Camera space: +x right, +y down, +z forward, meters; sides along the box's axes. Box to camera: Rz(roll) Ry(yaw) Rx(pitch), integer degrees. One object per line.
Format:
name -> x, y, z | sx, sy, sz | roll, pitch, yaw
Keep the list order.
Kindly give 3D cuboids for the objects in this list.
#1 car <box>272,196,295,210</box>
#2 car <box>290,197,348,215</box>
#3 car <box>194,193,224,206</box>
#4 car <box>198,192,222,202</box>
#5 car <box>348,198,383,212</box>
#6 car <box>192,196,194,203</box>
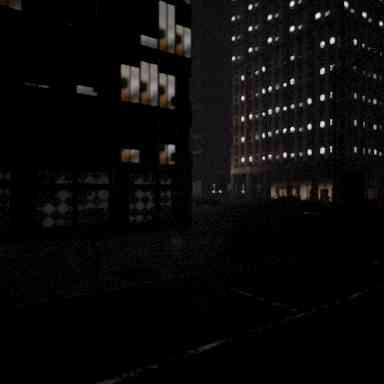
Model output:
car -> 10.805, 1.214, 35.872 | 1.837, 1.490, 4.892 | 0, 1, -32
car -> 11.411, 1.359, 30.164 | 1.802, 1.307, 4.206 | 1, 0, -32
car -> 2.502, 1.172, 44.111 | 1.802, 1.307, 4.206 | 1, 0, -33
car -> 3.108, 0.875, 57.948 | 1.967, 1.590, 4.097 | 1, 0, -35
car -> 18.025, 1.324, 34.863 | 1.802, 1.307, 4.206 | 0, 0, -32
car -> -0.452, 1.055, 48.605 | 1.752, 1.417, 4.829 | 1, 0, -33
